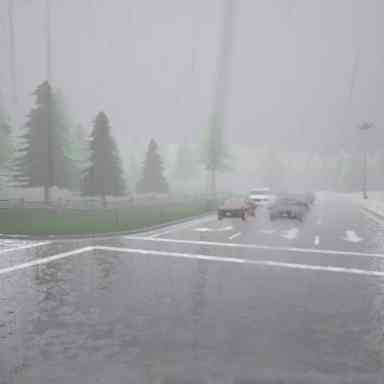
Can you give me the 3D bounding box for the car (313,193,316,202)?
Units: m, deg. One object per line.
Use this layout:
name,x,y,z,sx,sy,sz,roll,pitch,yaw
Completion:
car,13.311,0.866,39.546,1.994,1.385,4.181,0,1,21

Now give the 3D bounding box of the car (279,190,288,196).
car,10.475,0.635,41.885,2.097,1.767,4.553,0,1,22

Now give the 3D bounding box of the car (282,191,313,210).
car,9.652,0.945,30.266,1.882,1.535,5.008,0,1,22

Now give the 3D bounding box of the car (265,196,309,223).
car,6.369,1.180,21.995,1.994,1.385,4.181,0,1,22

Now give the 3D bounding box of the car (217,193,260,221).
car,3.241,1.089,23.528,1.882,1.535,5.008,0,1,22

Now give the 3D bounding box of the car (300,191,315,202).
car,17.237,0.628,49.374,1.837,1.490,4.892,0,2,22

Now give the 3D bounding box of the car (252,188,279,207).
car,6.885,0.668,32.774,2.150,2.045,5.566,0,1,21
